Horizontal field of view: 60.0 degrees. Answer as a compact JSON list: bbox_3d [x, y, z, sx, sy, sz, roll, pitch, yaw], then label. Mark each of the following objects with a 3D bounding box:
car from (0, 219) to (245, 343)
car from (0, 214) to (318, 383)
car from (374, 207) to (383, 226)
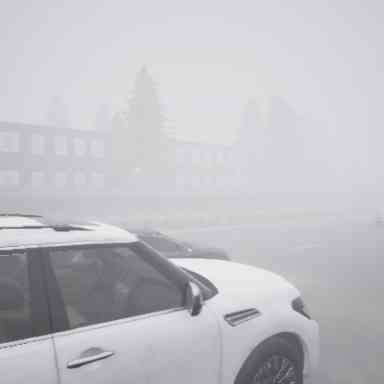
[{"bbox_3d":[-1.287,1.507,7.126,4.892,1.490,1.837,0,0,-35],"label":"car"},{"bbox_3d":[-1.304,1.222,2.818,5.566,2.045,2.150,0,0,-35],"label":"car"},{"bbox_3d":[14.027,1.534,22.341,4.674,1.442,1.812,0,0,-35],"label":"car"}]
